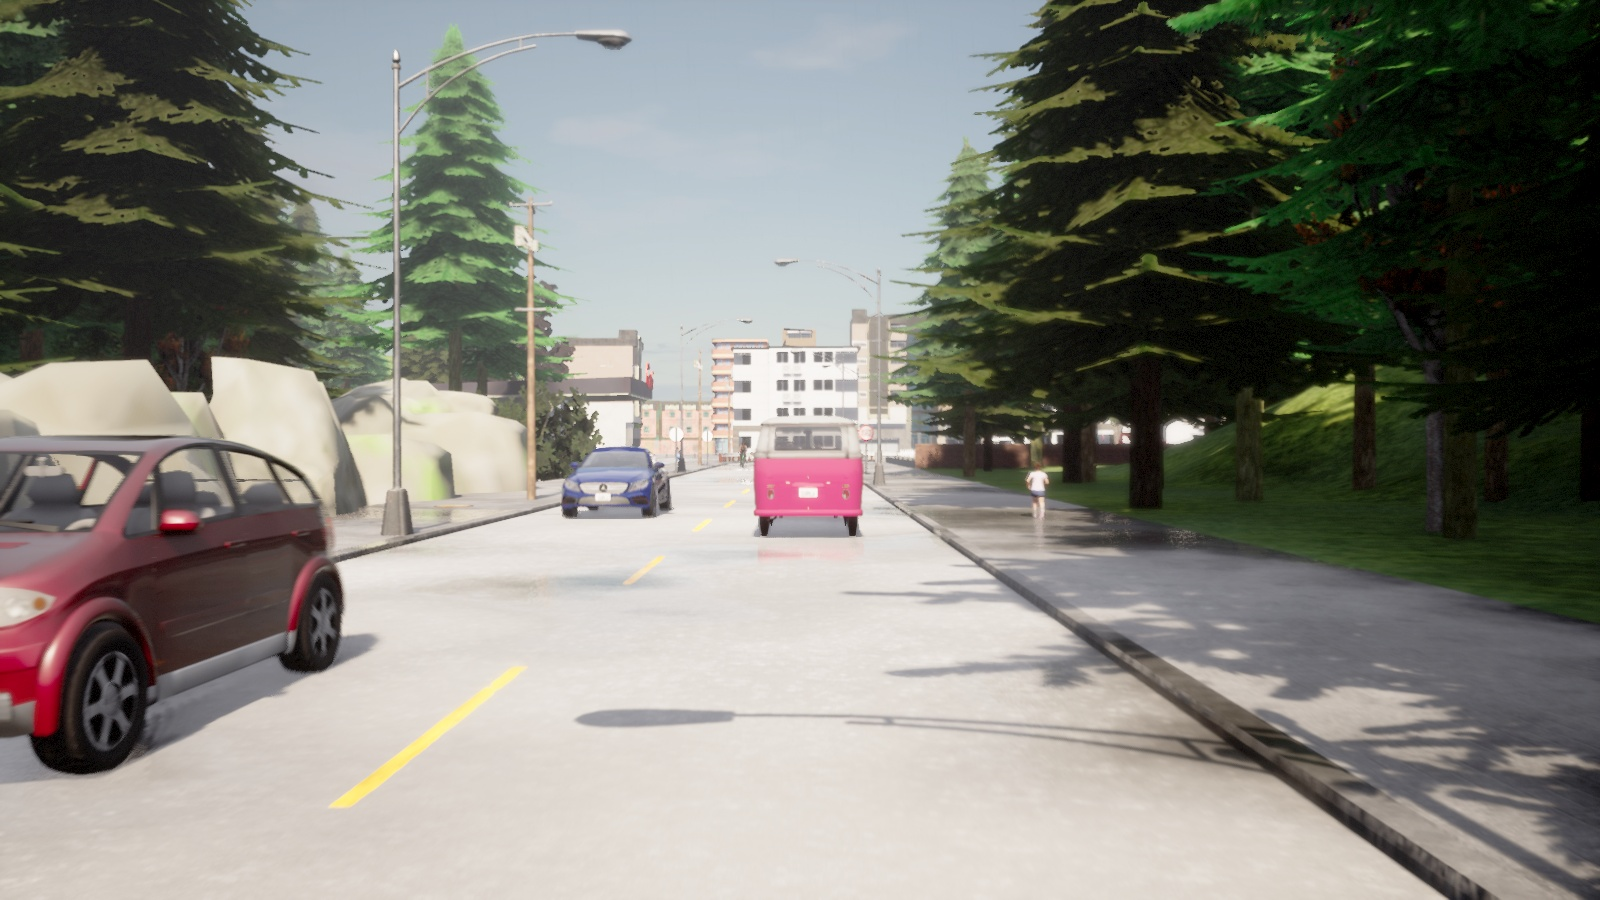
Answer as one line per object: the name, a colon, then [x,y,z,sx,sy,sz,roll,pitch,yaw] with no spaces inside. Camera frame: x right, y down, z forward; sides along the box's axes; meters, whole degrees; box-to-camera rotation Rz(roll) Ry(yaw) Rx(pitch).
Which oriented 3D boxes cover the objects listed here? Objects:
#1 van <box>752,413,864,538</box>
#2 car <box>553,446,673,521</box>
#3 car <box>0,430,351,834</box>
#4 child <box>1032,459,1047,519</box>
van: [0.145,0.393,22.122,1.775,1.987,4.442,0,0,0]
car: [-3.830,0.640,26.485,1.812,1.442,4.674,0,0,0]
car: [-3.946,0.689,6.661,1.789,1.549,3.705,0,0,0]
child: [4.489,0.726,23.554,0.255,1.110,0.394,0,0,14]
